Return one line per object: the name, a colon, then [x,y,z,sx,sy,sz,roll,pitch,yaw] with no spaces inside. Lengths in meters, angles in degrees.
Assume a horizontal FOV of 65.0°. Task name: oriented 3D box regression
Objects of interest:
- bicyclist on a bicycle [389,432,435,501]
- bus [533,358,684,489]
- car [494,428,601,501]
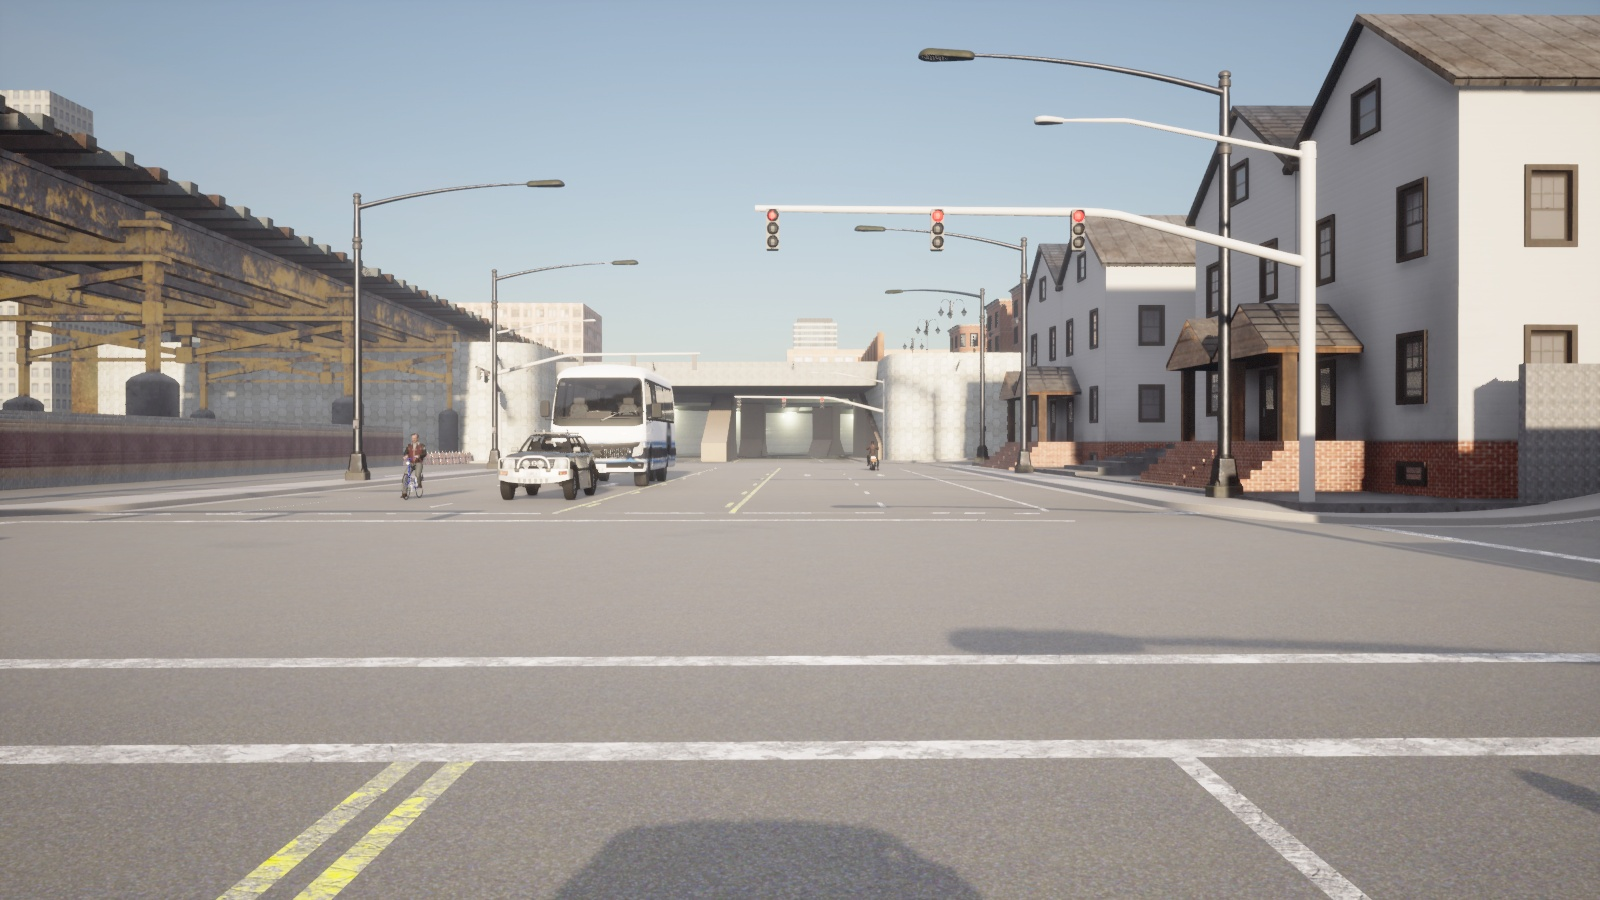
bicyclist on a bicycle: [-10.293,0.420,33.368,0.659,1.776,1.843,0,0,0]
bus: [-6.718,-0.896,46.125,3.944,4.253,10.273,0,0,0]
car: [-6.784,0.365,34.192,1.932,1.855,4.605,0,0,1]
